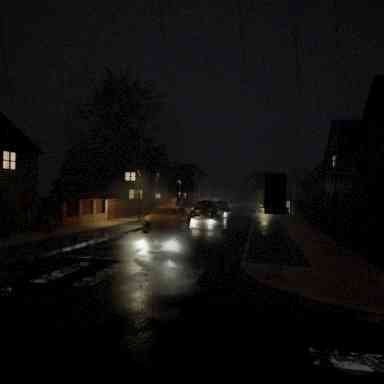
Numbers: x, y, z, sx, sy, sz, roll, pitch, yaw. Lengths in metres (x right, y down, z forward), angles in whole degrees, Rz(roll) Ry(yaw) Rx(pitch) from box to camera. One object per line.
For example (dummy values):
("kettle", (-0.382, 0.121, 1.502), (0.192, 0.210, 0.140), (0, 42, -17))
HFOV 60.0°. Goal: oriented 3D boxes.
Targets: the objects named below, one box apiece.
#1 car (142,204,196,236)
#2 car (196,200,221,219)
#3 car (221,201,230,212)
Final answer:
("car", (-1.368, 1.567, 19.649), (1.882, 1.535, 5.008), (1, 0, 12))
("car", (1.274, 1.574, 32.364), (2.097, 1.767, 4.553), (1, 0, 12))
("car", (3.998, 1.919, 45.330), (1.812, 1.442, 4.674), (1, -1, 13))
